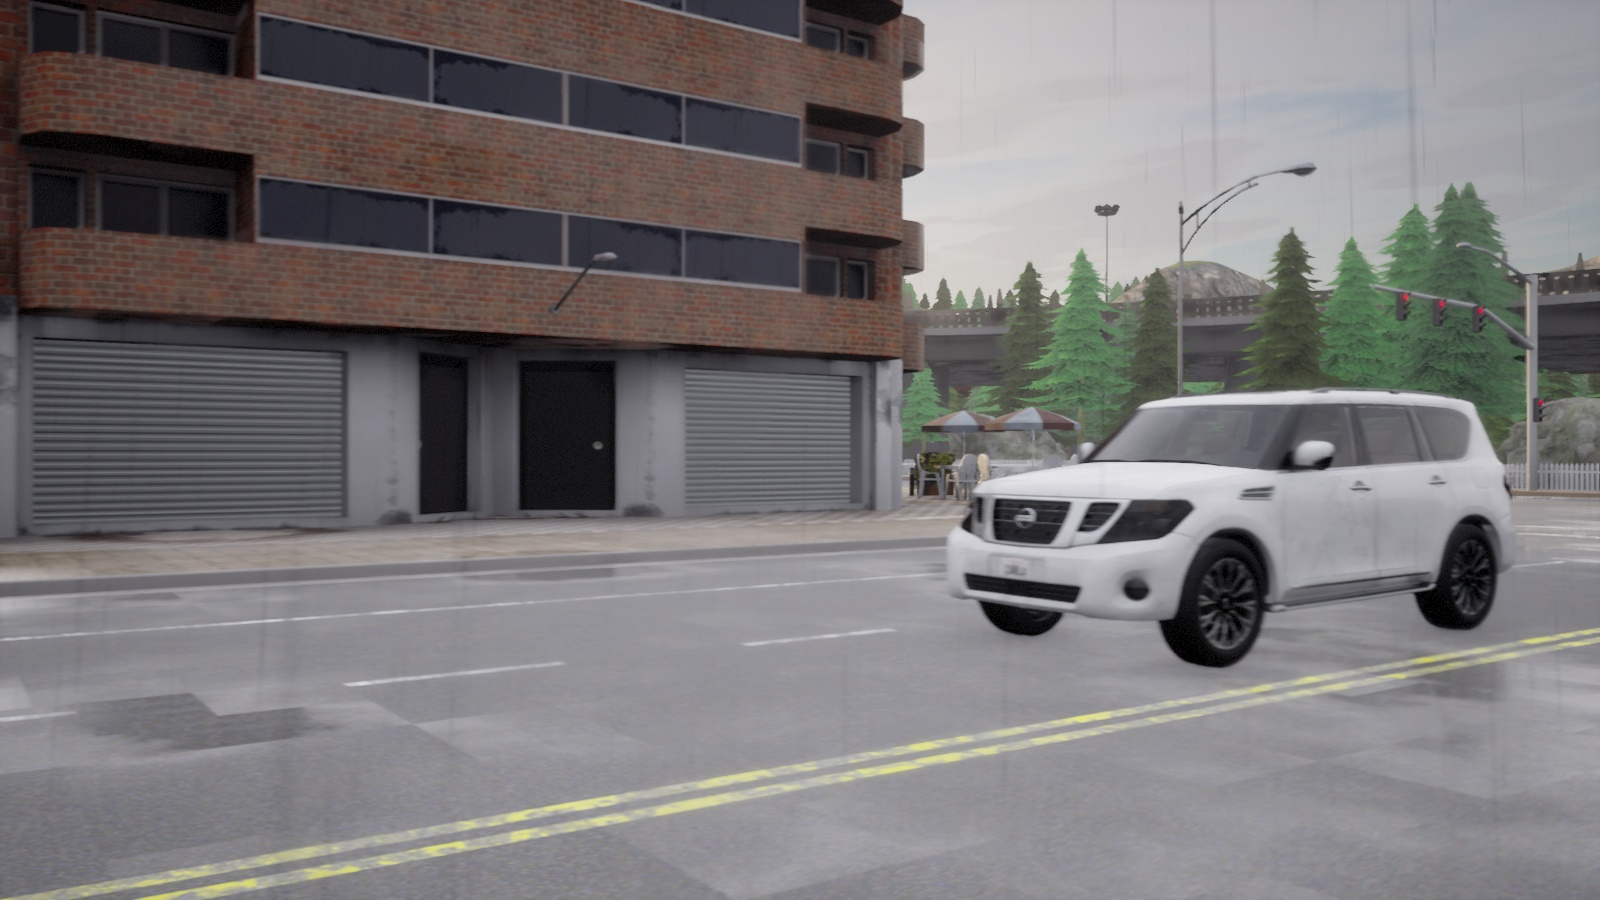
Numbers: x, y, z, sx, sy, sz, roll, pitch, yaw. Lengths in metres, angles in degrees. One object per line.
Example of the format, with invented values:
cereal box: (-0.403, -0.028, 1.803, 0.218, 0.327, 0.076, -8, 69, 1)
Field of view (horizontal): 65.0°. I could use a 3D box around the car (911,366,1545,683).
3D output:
car: (3.774, 0.482, 10.551, 5.566, 2.045, 2.150, 0, 0, -35)
